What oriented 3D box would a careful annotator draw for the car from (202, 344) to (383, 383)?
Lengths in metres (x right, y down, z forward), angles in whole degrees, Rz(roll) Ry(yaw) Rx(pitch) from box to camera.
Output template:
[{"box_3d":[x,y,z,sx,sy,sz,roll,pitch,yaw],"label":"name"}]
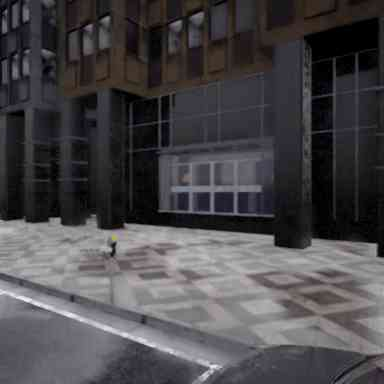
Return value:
[{"box_3d":[1.915,1.551,1.597,4.403,1.369,2.008,0,0,36],"label":"car"}]
